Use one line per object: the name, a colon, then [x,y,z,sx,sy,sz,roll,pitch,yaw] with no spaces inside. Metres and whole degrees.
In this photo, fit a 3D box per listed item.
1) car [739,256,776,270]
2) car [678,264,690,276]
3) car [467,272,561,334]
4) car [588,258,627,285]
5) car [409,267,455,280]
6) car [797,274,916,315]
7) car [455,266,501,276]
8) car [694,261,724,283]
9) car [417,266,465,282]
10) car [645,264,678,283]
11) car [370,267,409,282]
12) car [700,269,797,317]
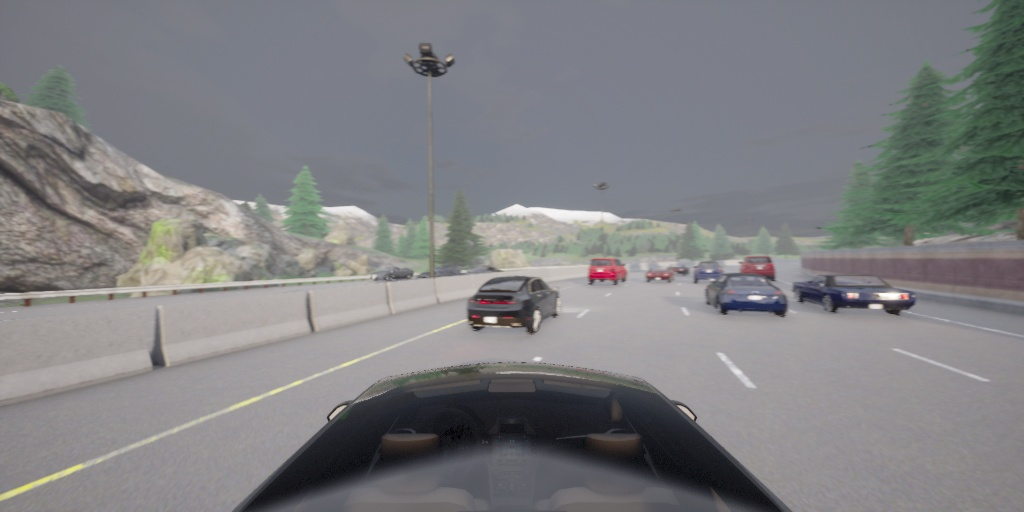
car: [20.372,1.006,29.850,2.150,2.045,5.566,-1,-1,30]
car: [18.735,1.534,40.350,1.895,1.301,4.718,-1,-1,33]
car: [0.255,1.363,11.221,1.837,1.490,4.892,-1,-1,19]
car: [7.606,1.176,28.343,2.150,2.045,5.566,-1,-1,27]
car: [-6.618,1.765,31.501,1.994,1.385,4.181,-1,-1,26]
car: [12.230,1.308,13.300,1.895,1.301,4.718,-1,-1,22]
car: [-2.635,1.650,31.712,1.837,1.490,4.892,-1,-1,27]
car: [15.856,1.191,28.881,2.097,1.767,4.553,-1,-1,29]
car: [-7.371,1.835,37.876,2.033,1.411,5.357,-1,-1,28]
car: [12.485,1.504,30.057,1.895,1.301,4.718,-1,-1,28]
car: [-12.052,1.830,36.308,2.128,1.511,4.902,-1,-1,26]
car: [8.556,1.327,13.424,1.994,1.385,4.181,-1,-1,21]
